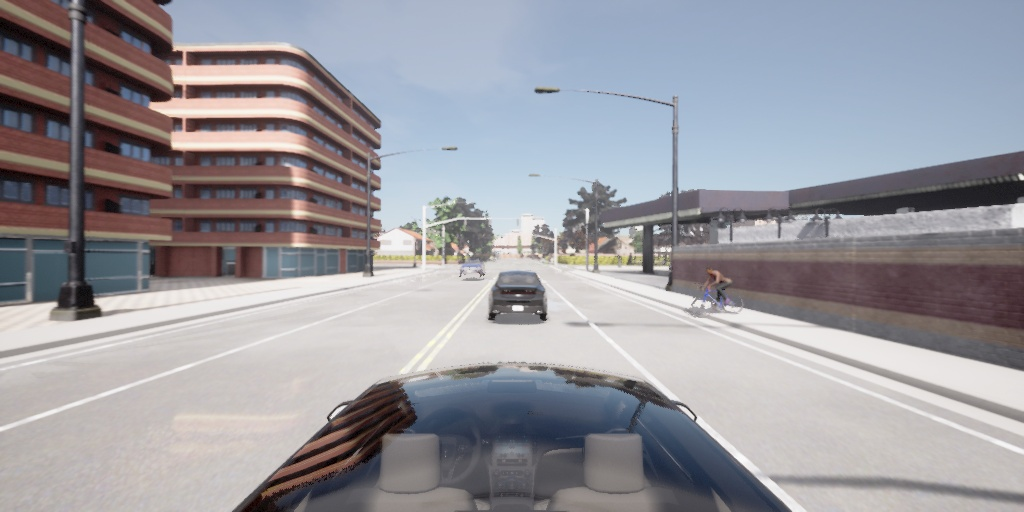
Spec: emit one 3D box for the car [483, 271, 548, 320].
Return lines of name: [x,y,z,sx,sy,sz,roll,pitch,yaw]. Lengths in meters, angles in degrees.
car: [0.201,1.253,12.690,1.837,1.490,4.892,0,0,1]

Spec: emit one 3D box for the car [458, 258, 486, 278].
car: [-3.197,0.903,29.571,1.812,1.442,4.674,0,0,1]

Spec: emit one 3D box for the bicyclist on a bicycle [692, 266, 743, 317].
bicyclist on a bicycle: [6.522,1.120,11.459,1.656,1.620,0.582,-6,0,1]
